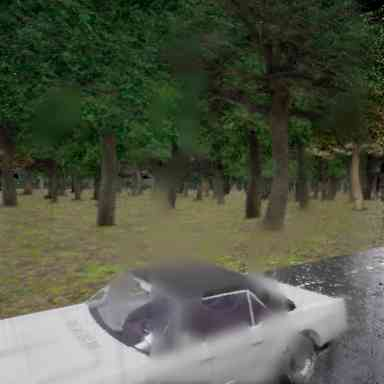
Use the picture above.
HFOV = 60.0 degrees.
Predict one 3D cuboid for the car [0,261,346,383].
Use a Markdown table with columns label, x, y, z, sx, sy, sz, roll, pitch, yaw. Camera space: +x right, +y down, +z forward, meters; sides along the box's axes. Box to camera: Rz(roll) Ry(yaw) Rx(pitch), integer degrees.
| label | x | y | z | sx | sy | sz | roll | pitch | yaw |
| --- | --- | --- | --- | --- | --- | --- | --- | --- | --- |
| car | -0.390 | 1.595 | 3.712 | 4.718 | 1.301 | 1.895 | 0 | 0 | -35 |
